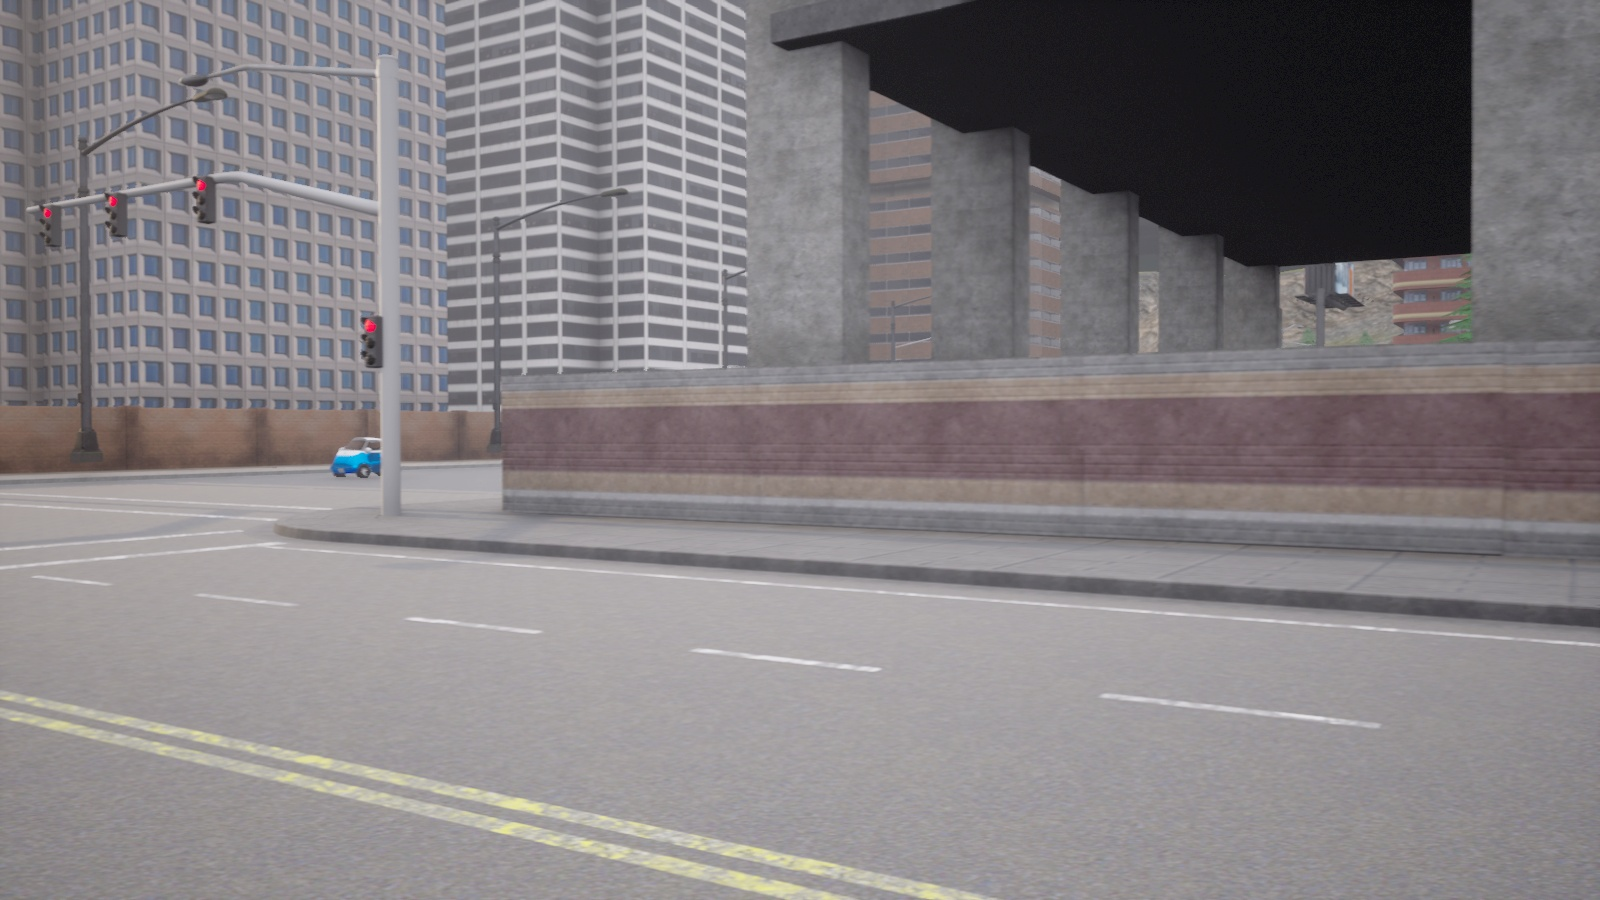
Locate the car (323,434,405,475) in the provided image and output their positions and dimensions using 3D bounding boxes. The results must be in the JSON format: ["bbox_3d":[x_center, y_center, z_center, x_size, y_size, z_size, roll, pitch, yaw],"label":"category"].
[{"bbox_3d":[-14.894,0.140,42.953,1.481,1.376,2.207,1,1,33],"label":"car"}]
